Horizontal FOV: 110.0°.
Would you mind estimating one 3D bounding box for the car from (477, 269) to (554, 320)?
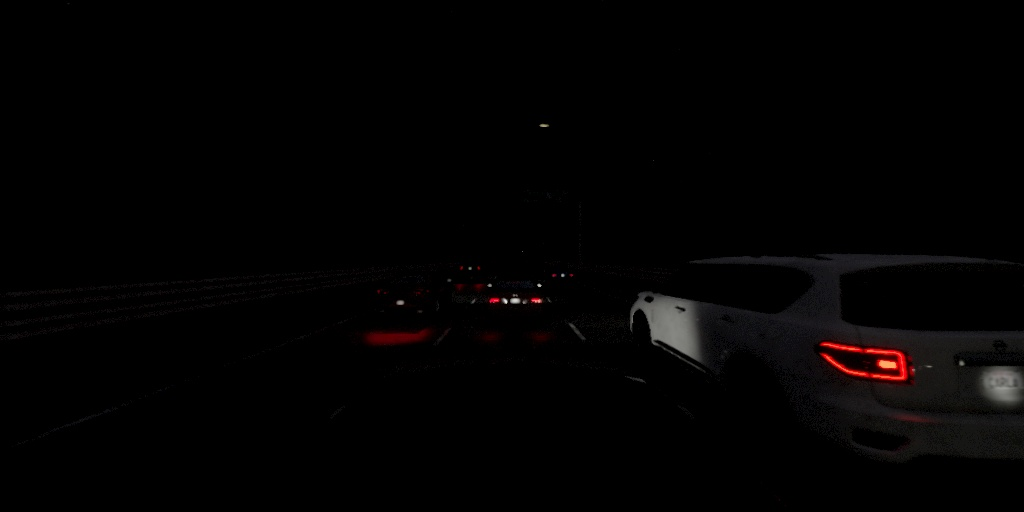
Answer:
[{"bbox_3d":[0.095,1.350,12.820,2.033,1.411,5.357,0,0,0],"label":"car"}]

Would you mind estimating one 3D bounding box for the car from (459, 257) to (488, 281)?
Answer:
[{"bbox_3d":[-3.405,1.125,31.828,2.150,2.045,5.566,0,0,0],"label":"car"}]

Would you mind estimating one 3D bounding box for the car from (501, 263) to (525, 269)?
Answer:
[{"bbox_3d":[0.094,1.413,32.749,1.837,1.490,4.892,0,0,0],"label":"car"}]

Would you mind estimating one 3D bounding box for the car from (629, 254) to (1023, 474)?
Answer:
[{"bbox_3d":[3.572,0.991,5.296,2.150,2.045,5.566,0,0,0],"label":"car"}]

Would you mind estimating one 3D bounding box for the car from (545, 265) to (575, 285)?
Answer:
[{"bbox_3d":[3.592,1.428,27.812,2.033,1.411,5.357,0,0,0],"label":"car"}]

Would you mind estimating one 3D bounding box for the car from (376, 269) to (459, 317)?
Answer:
[{"bbox_3d":[-3.408,1.283,13.436,1.882,1.535,5.008,0,0,0],"label":"car"}]
